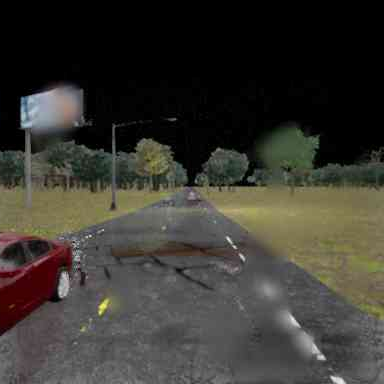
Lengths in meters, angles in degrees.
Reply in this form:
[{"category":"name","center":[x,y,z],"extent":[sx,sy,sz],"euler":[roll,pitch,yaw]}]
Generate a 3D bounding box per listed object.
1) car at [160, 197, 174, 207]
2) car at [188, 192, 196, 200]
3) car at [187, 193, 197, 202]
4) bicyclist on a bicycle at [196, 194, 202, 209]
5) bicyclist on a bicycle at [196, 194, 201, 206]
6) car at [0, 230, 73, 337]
[{"category":"car","center":[-3.583,1.412,48.945],"extent":[2.033,1.411,5.357],"euler":[0,1,0]},{"category":"car","center":[-0.022,0.928,76.888],"extent":[1.882,1.535,5.008],"euler":[0,1,0]},{"category":"car","center":[0.016,1.188,65.443],"extent":[1.994,1.385,4.181],"euler":[0,1,1]},{"category":"bicyclist on a bicycle","center":[0.947,1.330,41.292],"extent":[0.659,1.776,1.843],"euler":[0,1,0]},{"category":"bicyclist on a bicycle","center":[0.945,1.216,50.268],"extent":[0.659,1.776,1.843],"euler":[0,1,0]},{"category":"car","center":[-3.601,1.489,5.481],"extent":[1.882,1.535,5.008],"euler":[0,0,0]}]
